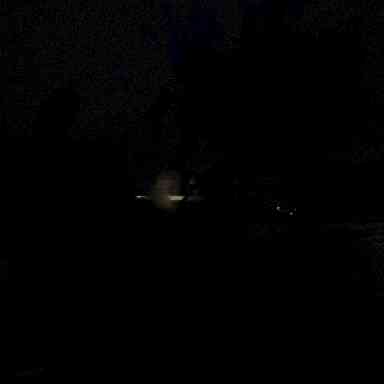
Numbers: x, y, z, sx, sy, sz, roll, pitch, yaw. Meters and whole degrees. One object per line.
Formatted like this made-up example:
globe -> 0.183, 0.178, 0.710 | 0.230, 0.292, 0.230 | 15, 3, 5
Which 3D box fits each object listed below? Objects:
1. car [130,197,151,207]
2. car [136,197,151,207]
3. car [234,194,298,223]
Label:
car -> -8.467, 1.660, 54.536 | 1.837, 1.490, 4.892 | -1, 0, -28
car -> -5.804, 1.736, 43.990 | 1.895, 1.301, 4.718 | -1, 0, -30
car -> 5.529, 1.215, 25.879 | 2.150, 2.045, 5.566 | -1, 0, -33
